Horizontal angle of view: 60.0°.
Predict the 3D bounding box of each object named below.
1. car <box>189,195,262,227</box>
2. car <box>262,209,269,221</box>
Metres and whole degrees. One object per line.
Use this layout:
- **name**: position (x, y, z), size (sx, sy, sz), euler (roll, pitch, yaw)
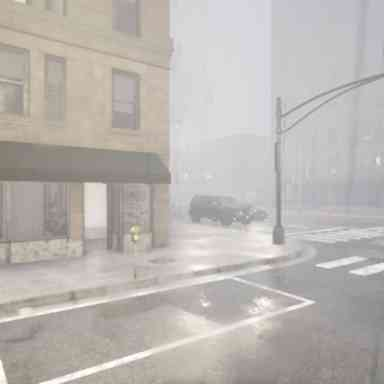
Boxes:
- **car**: position (1.977, 1.249, 23.761), size (2.150, 2.045, 5.566), euler (0, 0, -36)
- **car**: position (3.930, 1.541, 26.608), size (1.837, 1.490, 4.892), euler (0, 0, -36)
